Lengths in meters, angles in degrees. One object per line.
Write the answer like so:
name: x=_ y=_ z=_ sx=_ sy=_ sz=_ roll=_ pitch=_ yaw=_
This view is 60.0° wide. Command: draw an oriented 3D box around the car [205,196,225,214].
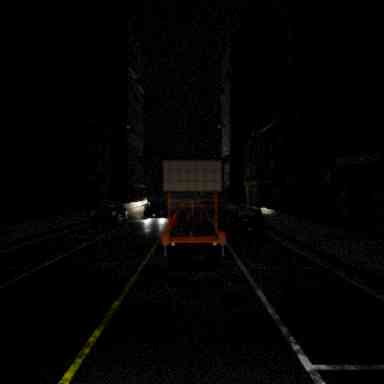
car: x=2.741 y=1.390 z=34.336 sx=1.967 sy=1.590 sz=4.097 roll=-1 pitch=0 yaw=0

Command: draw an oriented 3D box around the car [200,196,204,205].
car: x=2.737 y=1.495 z=56.357 sx=1.947 sy=1.339 sz=4.313 roll=-1 pitch=0 yaw=0

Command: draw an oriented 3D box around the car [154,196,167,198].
car: x=-5.789 y=1.369 z=56.354 sx=1.967 sy=1.590 sz=4.097 roll=-1 pitch=0 yaw=0

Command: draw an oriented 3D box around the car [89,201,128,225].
car: x=-5.780 y=1.403 z=23.323 sx=1.967 sy=1.590 sz=4.097 roll=-1 pitch=0 yaw=0

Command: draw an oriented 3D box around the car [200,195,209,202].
car: x=2.733 y=1.463 z=72.872 sx=1.887 sy=1.381 sz=4.507 roll=-1 pitch=0 yaw=0

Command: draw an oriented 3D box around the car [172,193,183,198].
car: x=-3.018 y=0.760 z=70.461 sx=2.150 sy=2.045 sz=5.566 roll=0 pitch=0 yaw=0

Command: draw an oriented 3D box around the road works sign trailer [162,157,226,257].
road works sign trailer: x=0.021 y=0.442 z=12.921 sx=2.380 sy=3.560 sz=2.880 roll=0 pitch=0 yaw=-3

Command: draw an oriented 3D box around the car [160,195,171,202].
car: x=-5.792 y=1.463 z=72.870 sx=1.887 sy=1.381 sz=4.507 roll=-1 pitch=0 yaw=0

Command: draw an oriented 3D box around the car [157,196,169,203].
car: x=-5.791 y=1.472 z=67.365 sx=2.008 sy=1.369 sz=4.403 roll=-1 pitch=0 yaw=0

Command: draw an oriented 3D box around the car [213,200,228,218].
car: x=2.746 y=1.508 z=23.326 sx=1.887 sy=1.381 sz=4.507 roll=-1 pitch=0 yaw=0

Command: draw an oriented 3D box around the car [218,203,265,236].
car: x=2.747 y=1.521 z=17.820 sx=2.008 sy=1.369 sz=4.403 roll=-1 pitch=0 yaw=0

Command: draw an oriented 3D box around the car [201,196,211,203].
car: x=2.734 y=1.466 z=67.367 sx=1.887 sy=1.381 sz=4.507 roll=-1 pitch=0 yaw=0

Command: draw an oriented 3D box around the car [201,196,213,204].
car: x=2.736 y=1.470 z=61.861 sx=1.887 sy=1.381 sz=4.507 roll=-1 pitch=0 yaw=0

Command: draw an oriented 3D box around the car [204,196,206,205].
car: x=2.741 y=1.489 z=39.841 sx=1.887 sy=1.381 sz=4.507 roll=-1 pitch=0 yaw=0

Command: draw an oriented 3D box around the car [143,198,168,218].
car: x=-3.108 y=1.502 z=29.818 sx=2.033 sy=1.411 sz=5.357 roll=0 pitch=0 yaw=0

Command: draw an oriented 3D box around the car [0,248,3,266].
car: x=-5.775 y=1.513 z=6.638 sx=1.752 sy=1.417 sz=4.829 roll=-1 pitch=0 yaw=0
